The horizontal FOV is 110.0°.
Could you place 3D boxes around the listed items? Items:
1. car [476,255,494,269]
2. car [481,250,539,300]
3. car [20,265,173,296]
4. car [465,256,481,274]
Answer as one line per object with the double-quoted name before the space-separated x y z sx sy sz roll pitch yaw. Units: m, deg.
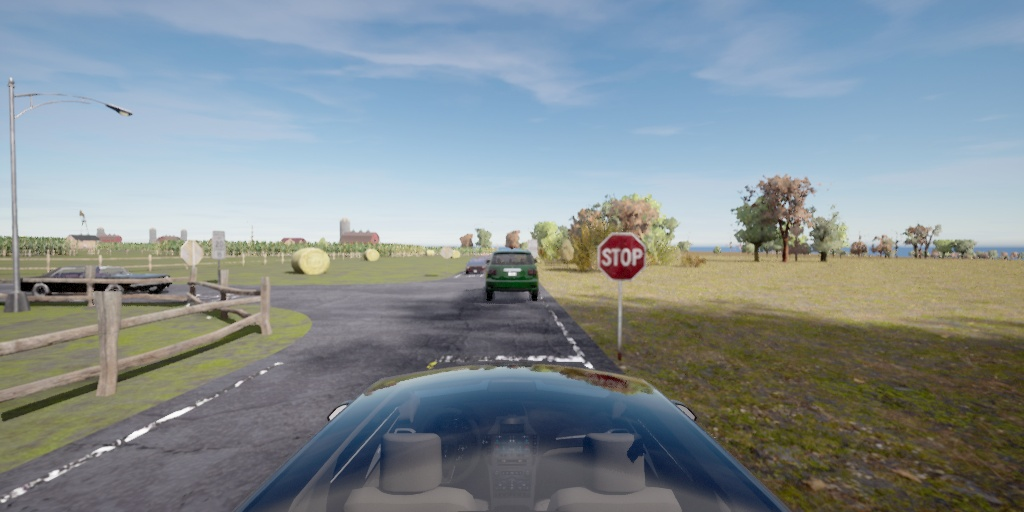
"car" -3.167 0.640 42.825 1.882 1.535 5.008 0 1 0
"car" -0.011 0.753 16.382 2.150 2.045 5.566 0 1 0
"car" -17.454 1.051 15.185 4.718 1.301 1.895 0 1 -1
"car" -3.094 0.849 32.714 2.033 1.411 5.357 0 1 -1
